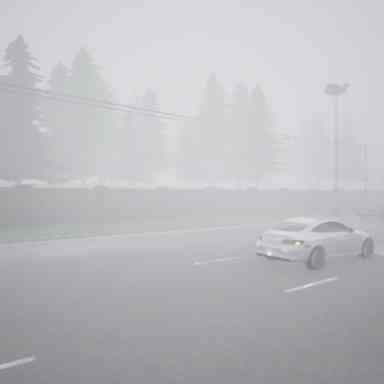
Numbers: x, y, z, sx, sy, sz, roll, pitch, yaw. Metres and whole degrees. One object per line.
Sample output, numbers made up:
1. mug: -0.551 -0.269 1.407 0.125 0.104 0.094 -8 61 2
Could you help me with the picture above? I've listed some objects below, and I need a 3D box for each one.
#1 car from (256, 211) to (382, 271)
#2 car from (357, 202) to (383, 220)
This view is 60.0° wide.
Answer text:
1. car: 4.125 1.534 10.983 4.674 1.442 1.812 0 0 -35
2. car: 15.937 1.573 28.008 5.357 1.411 2.033 0 0 -36
